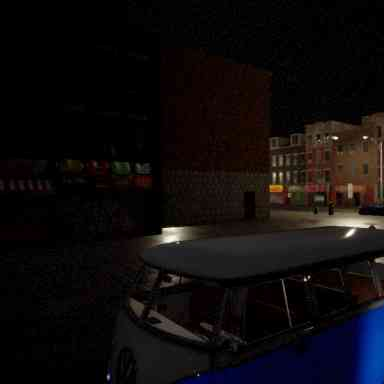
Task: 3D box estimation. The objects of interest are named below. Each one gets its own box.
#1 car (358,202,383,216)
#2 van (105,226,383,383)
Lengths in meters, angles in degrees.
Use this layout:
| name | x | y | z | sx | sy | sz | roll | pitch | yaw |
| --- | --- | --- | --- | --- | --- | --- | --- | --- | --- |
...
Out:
| name | x | y | z | sx | sy | sz | roll | pitch | yaw |
| --- | --- | --- | --- | --- | --- | --- | --- | --- | --- |
| car | 17.143 | 1.567 | 29.593 | 1.994 | 1.385 | 4.181 | 0 | 0 | -35 |
| van | 1.096 | 1.340 | 3.603 | 3.998 | 1.788 | 1.690 | 0 | 0 | -36 |
